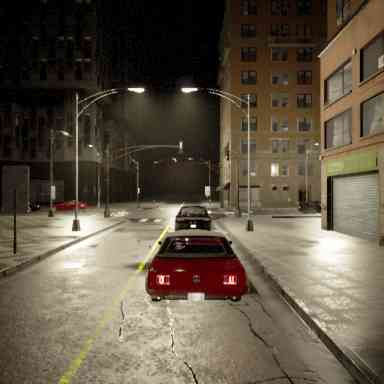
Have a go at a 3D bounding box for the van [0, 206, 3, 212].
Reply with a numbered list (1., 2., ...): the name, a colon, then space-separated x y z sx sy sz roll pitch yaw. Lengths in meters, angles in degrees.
1. van: -20.194 1.426 30.716 3.998 1.788 1.690 0 0 0

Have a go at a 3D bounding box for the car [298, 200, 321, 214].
1. car: 12.032 1.414 30.761 4.313 1.339 1.947 0 0 0

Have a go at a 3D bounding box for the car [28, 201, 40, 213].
1. car: -20.213 1.726 39.240 4.313 1.339 1.947 0 0 0

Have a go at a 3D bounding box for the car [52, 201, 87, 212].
1. car: -14.564 1.702 39.248 4.206 1.307 1.802 0 0 0

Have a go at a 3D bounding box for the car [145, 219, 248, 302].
1. car: 0.079 1.601 8.213 1.895 1.301 4.718 0 0 0

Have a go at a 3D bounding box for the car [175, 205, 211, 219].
1. car: 0.053 1.474 18.362 1.882 1.535 5.008 0 0 0
